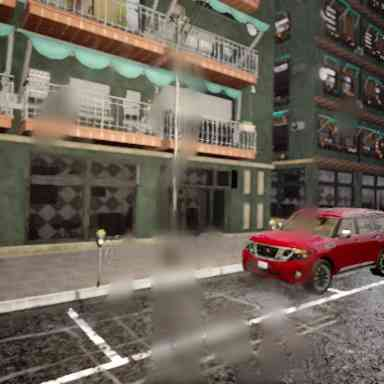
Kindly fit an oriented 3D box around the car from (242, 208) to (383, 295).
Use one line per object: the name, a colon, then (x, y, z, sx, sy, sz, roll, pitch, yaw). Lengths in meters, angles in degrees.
car: (3.700, 1.399, 9.174, 5.009, 1.841, 2.192, 1, 1, -35)
